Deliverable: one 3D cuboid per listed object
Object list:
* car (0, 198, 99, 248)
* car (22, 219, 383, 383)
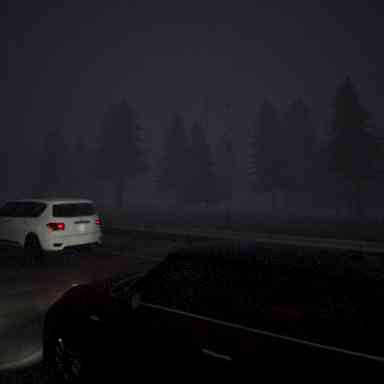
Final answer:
[{"bbox_3d":[-5.776,1.226,12.411,5.566,2.045,2.150,0,0,35],"label":"car"},{"bbox_3d":[0.332,1.353,3.754,4.553,1.767,2.097,0,0,36],"label":"car"}]
